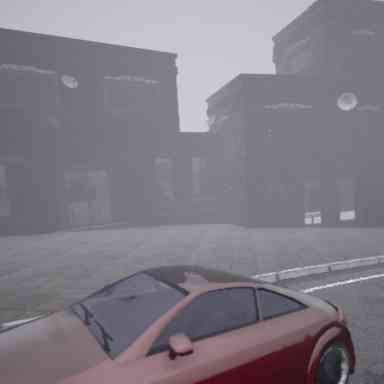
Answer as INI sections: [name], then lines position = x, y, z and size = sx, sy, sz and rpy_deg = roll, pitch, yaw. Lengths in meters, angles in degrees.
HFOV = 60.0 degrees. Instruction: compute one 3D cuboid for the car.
[car]
position = -0.216, 1.556, 3.493
size = 4.181, 1.385, 1.994
rpy_deg = 0, 0, -33
